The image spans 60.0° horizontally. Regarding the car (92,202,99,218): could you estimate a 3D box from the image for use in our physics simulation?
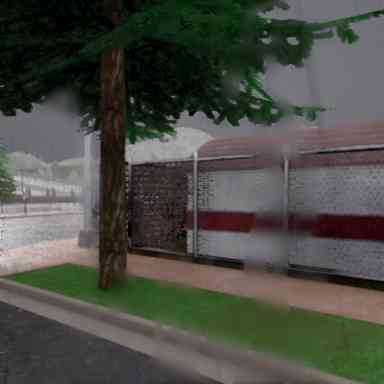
[{"bbox_3d":[-6.789,1.225,29.990,2.150,2.045,5.566,0,0,37],"label":"car"}]
